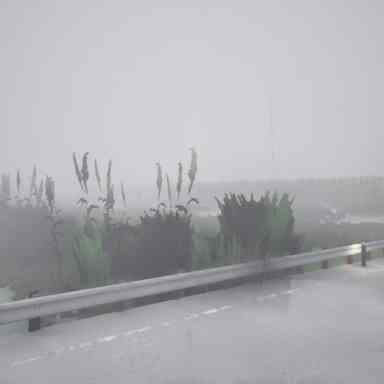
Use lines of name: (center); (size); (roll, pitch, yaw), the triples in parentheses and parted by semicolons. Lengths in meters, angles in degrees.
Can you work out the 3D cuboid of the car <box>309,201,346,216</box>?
car: (10.877, 1.574, 29.024); (2.097, 1.767, 4.553); (-1, 1, -43)
